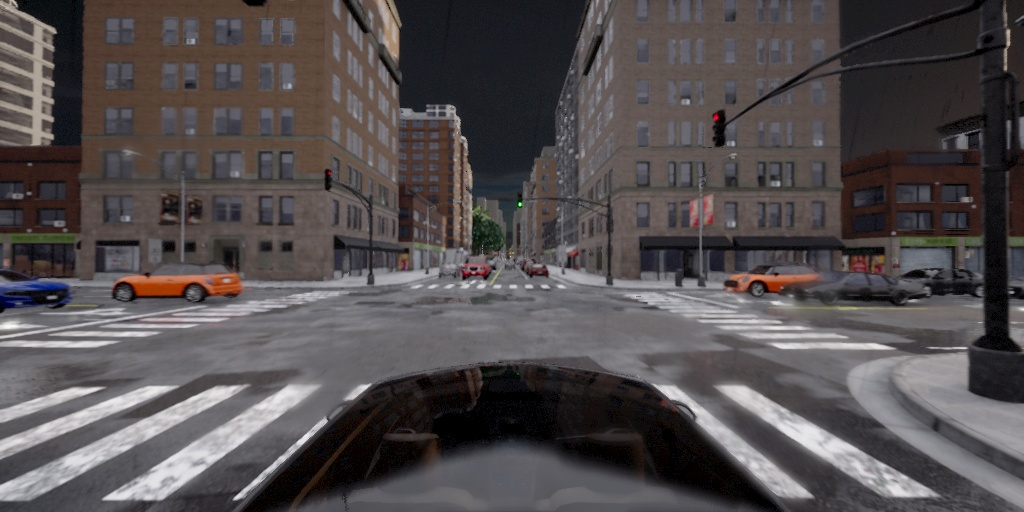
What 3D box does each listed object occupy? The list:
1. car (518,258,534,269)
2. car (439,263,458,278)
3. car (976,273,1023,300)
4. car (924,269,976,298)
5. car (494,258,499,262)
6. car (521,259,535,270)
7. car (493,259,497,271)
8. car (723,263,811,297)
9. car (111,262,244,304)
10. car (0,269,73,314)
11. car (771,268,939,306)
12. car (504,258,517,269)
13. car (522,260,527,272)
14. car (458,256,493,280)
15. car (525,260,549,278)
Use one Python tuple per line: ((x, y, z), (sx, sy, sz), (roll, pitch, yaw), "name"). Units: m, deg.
((2.395, 1.205, 51.388), (2.192, 1.841, 5.009), (0, 0, -1), "car")
((-5.979, 1.380, 34.794), (2.007, 1.370, 4.403), (0, 0, -1), "car")
((24.365, 1.466, 16.117), (4.181, 1.385, 1.994), (0, -1, 1), "car")
((22.795, 1.430, 19.367), (4.892, 1.490, 1.837), (0, -1, 0), "car")
((-3.291, 1.376, 53.395), (1.882, 1.535, 5.008), (0, 0, -1), "car")
((2.444, 1.394, 46.051), (1.751, 1.417, 4.829), (0, 0, -1), "car")
((-3.269, 1.405, 43.025), (2.033, 1.411, 5.357), (0, 0, 0), "car")
((13.972, 1.238, 19.334), (4.553, 1.767, 2.097), (0, -1, 0), "car")
((-14.644, 1.080, 15.824), (4.553, 1.767, 2.097), (0, 0, 2), "car")
((-18.453, 1.157, 12.442), (5.008, 1.535, 1.882), (0, -1, 0), "car")
((15.142, 1.407, 16.074), (5.357, 1.411, 2.033), (0, -1, 0), "car")
((-0.374, 1.432, 62.558), (2.128, 1.511, 4.902), (0, 0, -1), "car")
((2.496, 1.415, 40.374), (1.948, 1.339, 4.313), (0, 0, -1), "car")
((-3.201, 1.046, 32.697), (2.150, 2.045, 5.566), (0, 0, 0), "car")
((2.546, 1.376, 34.868), (1.888, 1.381, 4.507), (0, 0, -1), "car")
